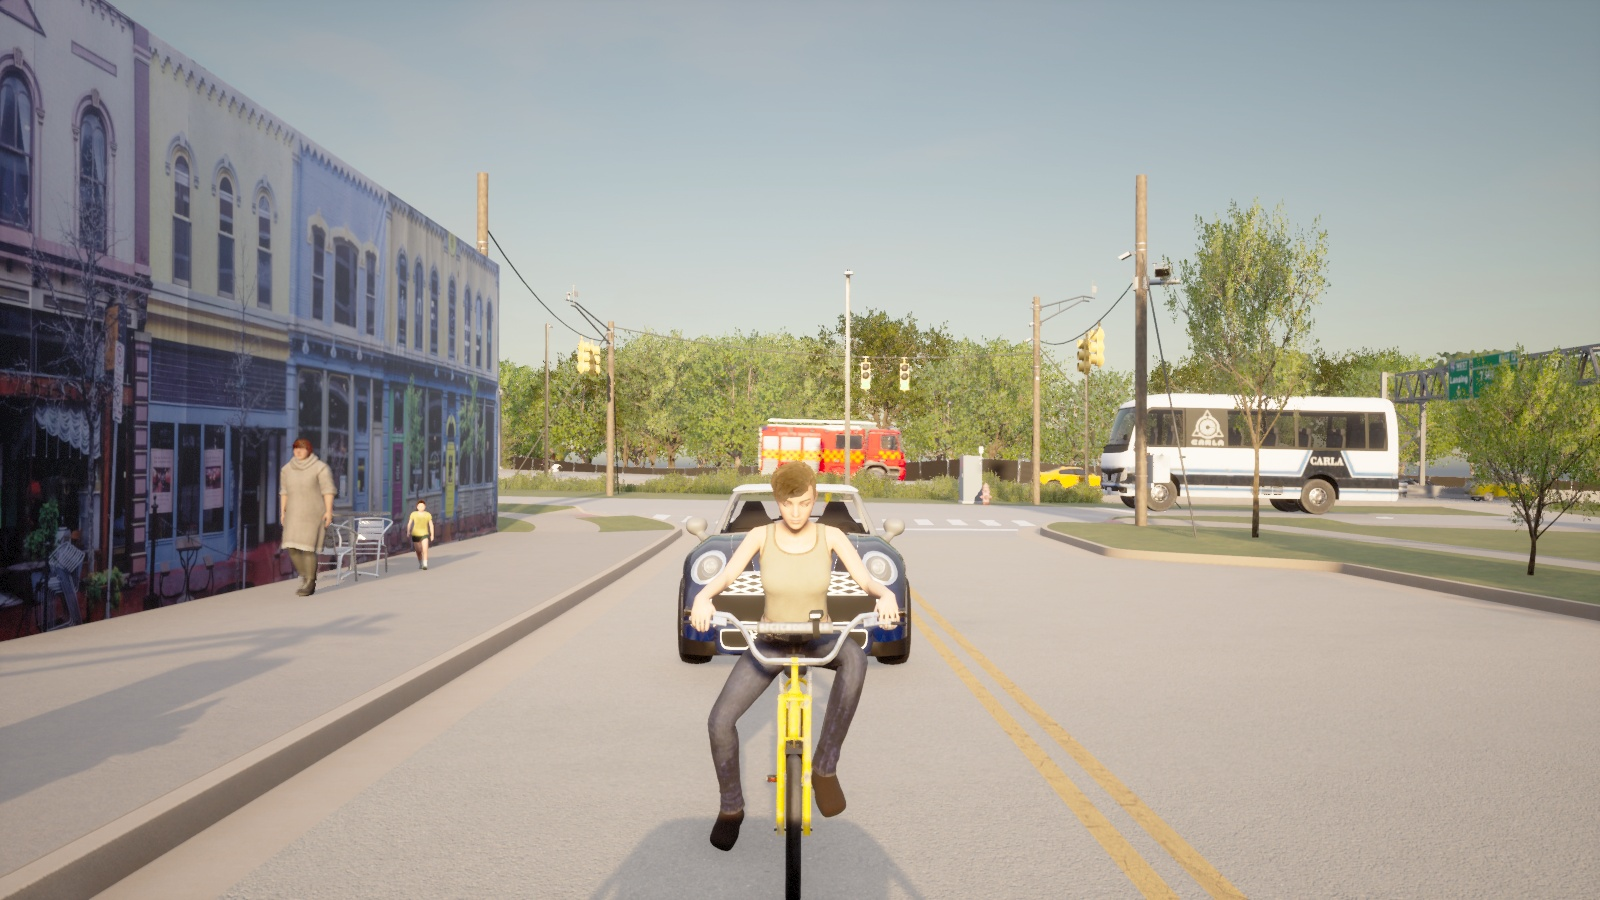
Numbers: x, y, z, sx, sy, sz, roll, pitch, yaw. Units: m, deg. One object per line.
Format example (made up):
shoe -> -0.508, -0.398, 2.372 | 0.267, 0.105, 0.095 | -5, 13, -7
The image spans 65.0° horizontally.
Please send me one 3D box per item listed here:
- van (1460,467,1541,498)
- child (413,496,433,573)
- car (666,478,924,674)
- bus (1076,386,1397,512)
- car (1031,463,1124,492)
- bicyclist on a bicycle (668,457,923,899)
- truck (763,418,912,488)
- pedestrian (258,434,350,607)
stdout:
van -> 46.861, 2.154, 84.067 | 4.442, 1.987, 1.775 | 1, -1, 0
child -> -5.559, 1.239, 18.508 | 0.255, 1.110, 0.394 | 0, -1, -12
car -> -0.034, 1.006, 11.518 | 1.970, 1.475, 3.806 | 0, -1, 0
bus -> 15.634, 0.001, 45.704 | 10.273, 4.253, 3.944 | 1, -1, -1
car -> 16.213, 1.610, 73.451 | 5.008, 1.535, 1.882 | 1, -1, 0
bicyclist on a bicycle -> -0.013, 0.848, 5.048 | 0.866, 1.612, 1.509 | 0, -1, 0
truck -> 2.121, 0.168, 73.411 | 8.468, 3.827, 2.891 | 1, -1, 0
pedestrian -> -5.794, 0.805, 14.709 | 0.659, 1.952, 0.873 | 0, -1, 8
